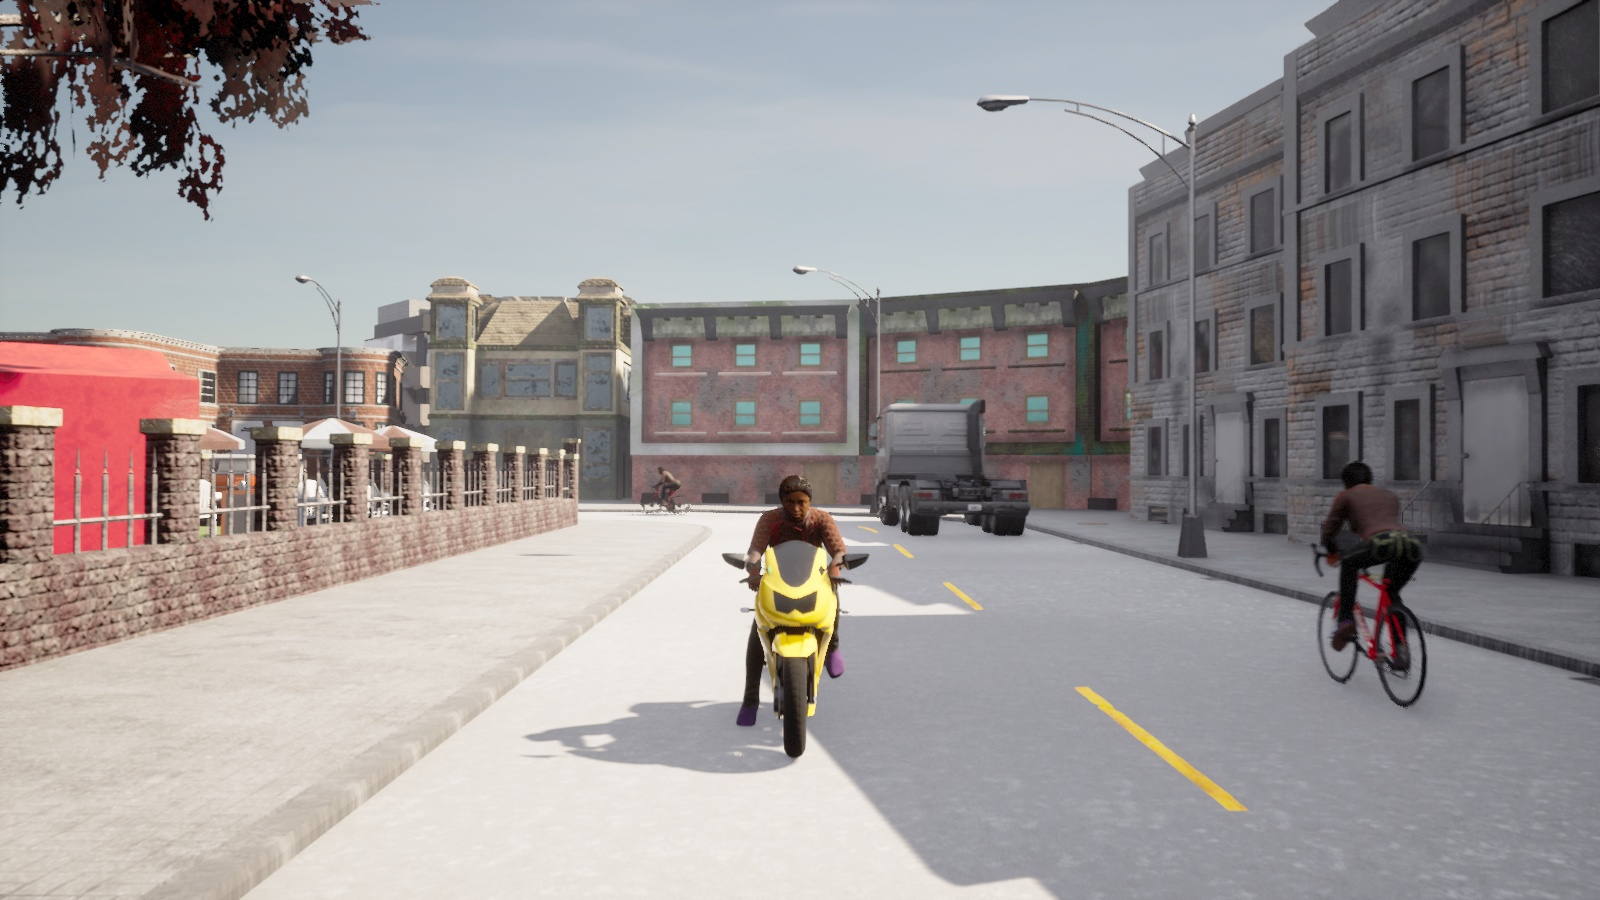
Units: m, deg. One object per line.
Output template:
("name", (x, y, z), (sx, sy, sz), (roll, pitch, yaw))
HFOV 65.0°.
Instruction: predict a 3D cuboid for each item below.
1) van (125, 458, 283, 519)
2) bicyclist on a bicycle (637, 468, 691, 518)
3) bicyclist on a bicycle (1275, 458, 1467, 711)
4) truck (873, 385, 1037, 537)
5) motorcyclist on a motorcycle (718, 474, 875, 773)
("van", (-19.919, 1.272, 42.080), (4.442, 1.987, 1.775), (0, -1, 0))
("bicyclist on a bicycle", (-4.490, 1.403, 41.482), (1.656, 1.620, 0.582), (-1, 0, 15))
("bicyclist on a bicycle", (3.976, 0.881, 8.893), (0.582, 1.620, 1.656), (0, -1, 0))
("truck", (3.768, 0.302, 32.582), (2.891, 3.462, 7.936), (0, -1, -3))
("motorcyclist on a motorcycle", (-0.020, 0.905, 7.444), (0.797, 1.523, 2.044), (0, -1, 0))
